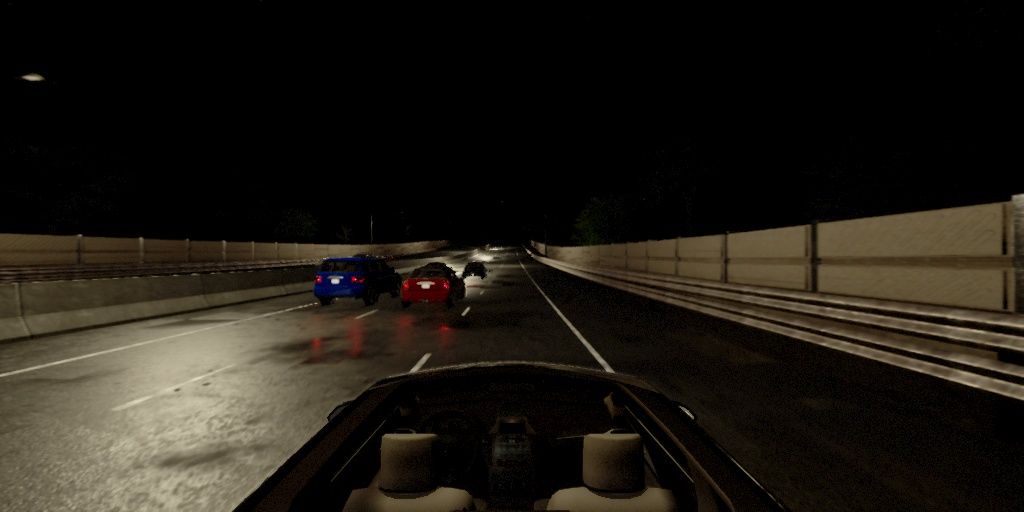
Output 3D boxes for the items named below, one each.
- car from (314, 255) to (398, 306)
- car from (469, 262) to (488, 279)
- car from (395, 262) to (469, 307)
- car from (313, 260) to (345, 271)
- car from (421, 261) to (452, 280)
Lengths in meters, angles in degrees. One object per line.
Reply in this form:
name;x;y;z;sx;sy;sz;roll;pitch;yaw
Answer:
car;-6.897;1.093;16.674;2.150;2.045;5.566;0;0;0
car;-3.392;1.314;33.324;1.837;1.490;4.892;0;1;0
car;-3.398;1.222;16.246;2.097;1.767;4.553;0;0;0
car;-24.554;1.193;48.408;1.895;1.301;4.718;0;1;0
car;-6.892;1.314;33.354;1.837;1.490;4.892;0;1;0
